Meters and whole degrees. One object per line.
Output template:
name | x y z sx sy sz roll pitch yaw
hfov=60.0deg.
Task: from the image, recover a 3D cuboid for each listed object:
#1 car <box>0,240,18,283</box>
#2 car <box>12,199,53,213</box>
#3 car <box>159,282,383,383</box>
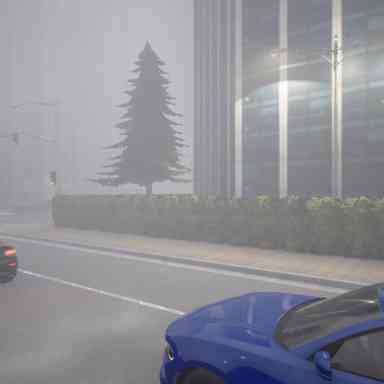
car | -6.154 1.526 8.337 4.674 1.442 1.812 0 0 36
car | -17.175 1.547 37.424 2.033 1.411 5.357 0 0 36
car | 1.974 1.478 2.585 5.008 1.535 1.882 0 0 36
